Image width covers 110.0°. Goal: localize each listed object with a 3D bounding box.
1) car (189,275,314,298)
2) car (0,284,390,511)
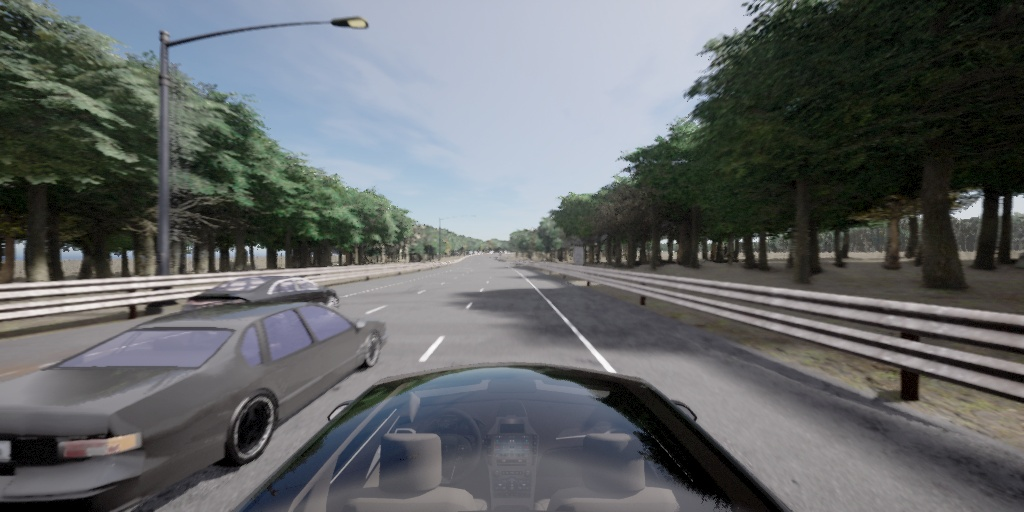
[{"bbox_3d":[-6.930,1.314,10.586,2.128,1.511,4.902,0,0,0],"label":"car"},{"bbox_3d":[-3.402,1.325,4.841,2.033,1.411,5.357,0,0,0],"label":"car"}]
